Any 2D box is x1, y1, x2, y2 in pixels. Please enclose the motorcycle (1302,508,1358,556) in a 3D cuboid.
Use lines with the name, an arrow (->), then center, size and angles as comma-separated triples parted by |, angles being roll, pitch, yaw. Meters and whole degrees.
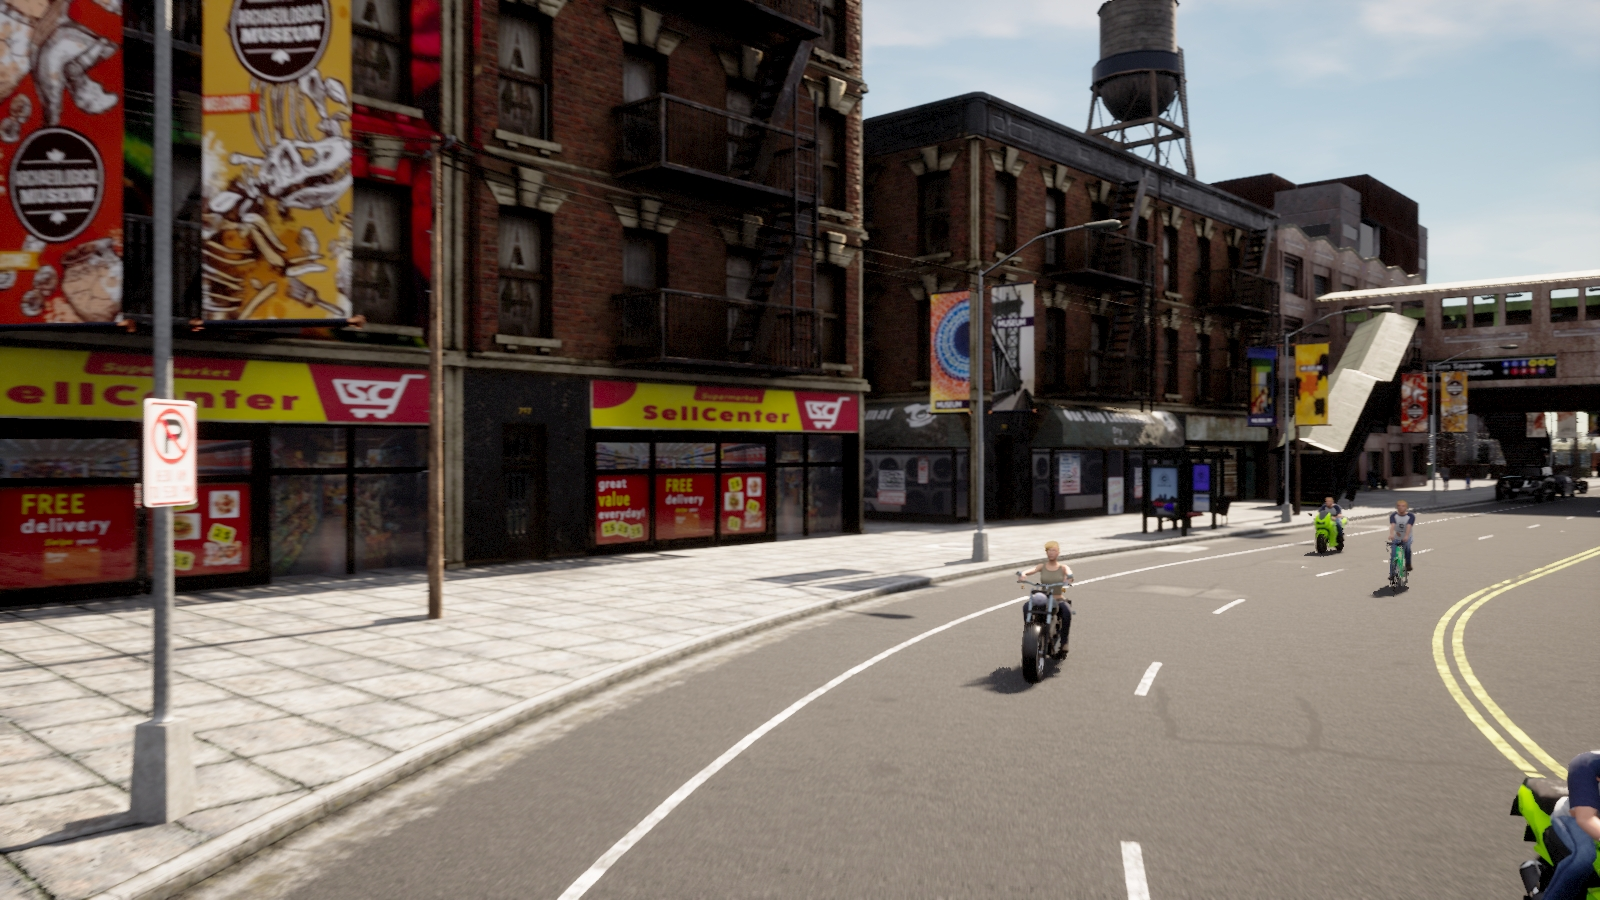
motorcycle -> 14.522, 2.221, 31.262 | 0.803, 1.145, 2.033 | 0, 0, 43

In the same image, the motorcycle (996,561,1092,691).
motorcycle -> 3.147, 2.172, 14.556 | 0.764, 1.277, 2.356 | 1, 0, 23

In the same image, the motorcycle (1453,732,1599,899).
motorcycle -> 3.980, 2.215, 5.523 | 0.803, 1.145, 2.033 | 2, 0, 11

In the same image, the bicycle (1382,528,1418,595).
bicycle -> 12.044, 2.212, 22.924 | 0.373, 1.196, 1.643 | 1, 1, 37
